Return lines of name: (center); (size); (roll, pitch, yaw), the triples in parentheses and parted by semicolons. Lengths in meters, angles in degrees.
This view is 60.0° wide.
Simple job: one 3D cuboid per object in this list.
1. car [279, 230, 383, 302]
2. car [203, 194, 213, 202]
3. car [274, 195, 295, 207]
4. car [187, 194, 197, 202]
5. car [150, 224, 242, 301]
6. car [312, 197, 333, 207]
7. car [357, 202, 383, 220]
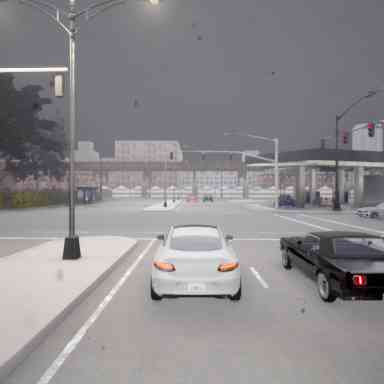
car: (3.587, 1.599, 8.178); (1.895, 1.301, 4.718); (0, 0, 0)
car: (3.499, 1.253, 72.381); (2.097, 1.767, 4.553); (0, 0, 0)
car: (13.210, 1.260, 47.737); (2.242, 1.667, 4.611); (0, 0, 0)
car: (-0.001, 1.246, 72.381); (2.097, 1.767, 4.553); (0, 0, 0)
car: (0.082, 1.516, 8.194); (1.812, 1.442, 4.674); (0, 0, 0)
car: (18.955, 1.432, 48.500); (1.970, 1.475, 3.806); (0, 0, 0)
car: (16.167, 1.525, 27.585); (4.674, 1.442, 1.812); (0, 0, -1)
